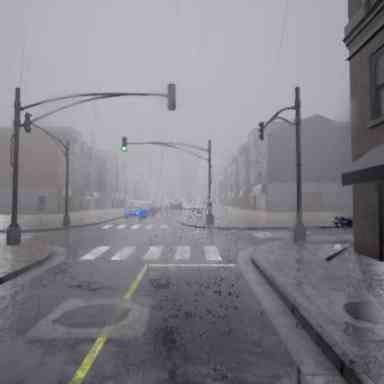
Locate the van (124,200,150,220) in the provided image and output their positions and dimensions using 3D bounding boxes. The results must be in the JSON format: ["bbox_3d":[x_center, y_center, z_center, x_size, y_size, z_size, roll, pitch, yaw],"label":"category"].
[{"bbox_3d":[-5.368,1.720,31.925,1.690,1.788,3.998,2,-1,0],"label":"van"}]

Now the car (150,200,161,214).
[{"bbox_3d":[-5.381,1.879,40.229,2.192,1.841,5.009,2,-1,0],"label":"car"}]

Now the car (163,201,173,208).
[{"bbox_3d":[-5.452,2.927,77.248,1.967,1.590,4.097,1,-2,0],"label":"car"}]

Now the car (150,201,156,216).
[{"bbox_3d":[-5.380,2.003,35.240,2.008,1.369,4.403,2,-1,0],"label":"car"}]

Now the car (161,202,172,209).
[{"bbox_3d":[-5.445,2.888,71.957,1.887,1.381,4.507,1,-1,0],"label":"car"}]

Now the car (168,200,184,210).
[{"bbox_3d":[-2.805,2.375,59.279,1.837,1.490,4.892,0,-1,0],"label":"car"}]

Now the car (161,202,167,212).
[{"bbox_3d":[-5.407,2.354,50.801,1.887,1.381,4.507,2,-1,0],"label":"car"}]

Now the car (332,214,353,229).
[{"bbox_3d":[10.792,1.565,19.440,4.718,1.301,1.895,-1,-3,0],"label":"car"}]

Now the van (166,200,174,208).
[{"bbox_3d":[-5.460,2.974,82.539,1.690,1.788,3.998,1,-2,0],"label":"van"}]
